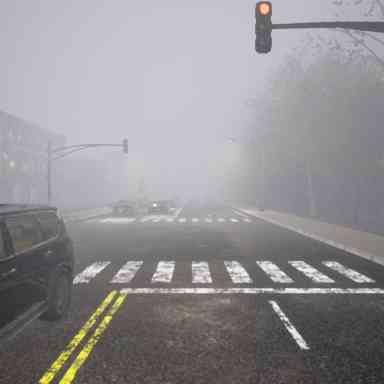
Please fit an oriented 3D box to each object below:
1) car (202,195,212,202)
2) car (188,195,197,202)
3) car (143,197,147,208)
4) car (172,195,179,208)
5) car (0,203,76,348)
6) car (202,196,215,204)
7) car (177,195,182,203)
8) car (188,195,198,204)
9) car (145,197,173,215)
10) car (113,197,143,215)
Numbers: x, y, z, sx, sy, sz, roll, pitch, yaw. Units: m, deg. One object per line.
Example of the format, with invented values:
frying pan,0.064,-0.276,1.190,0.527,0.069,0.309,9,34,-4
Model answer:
car,3.341,1.510,74.711,2.033,1.411,5.357,0,0,0
car,0.094,1.494,74.636,2.128,1.511,4.902,0,0,0
car,-6.544,1.462,44.829,1.882,1.535,5.008,0,0,0
car,-3.290,1.547,46.188,1.994,1.385,4.181,0,0,0
car,-3.356,1.220,4.329,2.150,2.045,5.566,0,0,1
car,3.429,1.576,64.693,1.895,1.301,4.718,0,0,0
car,-3.180,1.325,67.463,2.097,1.767,4.553,0,0,0
car,0.175,1.576,64.870,1.895,1.301,4.718,0,0,0
car,-3.310,1.553,34.154,1.994,1.385,4.181,0,0,0
car,-6.561,1.481,33.173,2.128,1.511,4.902,0,0,0
